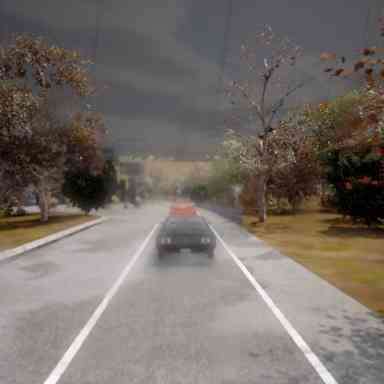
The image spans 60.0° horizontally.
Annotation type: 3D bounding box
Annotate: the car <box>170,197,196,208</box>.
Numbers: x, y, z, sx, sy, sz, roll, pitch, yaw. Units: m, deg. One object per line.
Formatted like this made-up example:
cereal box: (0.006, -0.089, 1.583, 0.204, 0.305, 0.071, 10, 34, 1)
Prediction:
car: (-0.750, 1.258, 27.835, 2.097, 1.767, 4.553, 0, -1, -1)

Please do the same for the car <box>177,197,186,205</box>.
car: (-2.695, 2.317, 84.845, 2.150, 2.045, 5.566, 0, -1, -2)

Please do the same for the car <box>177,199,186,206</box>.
car: (-2.356, 2.401, 74.685, 1.837, 1.490, 4.892, 0, -1, -2)

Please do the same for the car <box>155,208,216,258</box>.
car: (-0.236, 1.488, 12.313, 1.895, 1.301, 4.718, 0, 1, -1)
